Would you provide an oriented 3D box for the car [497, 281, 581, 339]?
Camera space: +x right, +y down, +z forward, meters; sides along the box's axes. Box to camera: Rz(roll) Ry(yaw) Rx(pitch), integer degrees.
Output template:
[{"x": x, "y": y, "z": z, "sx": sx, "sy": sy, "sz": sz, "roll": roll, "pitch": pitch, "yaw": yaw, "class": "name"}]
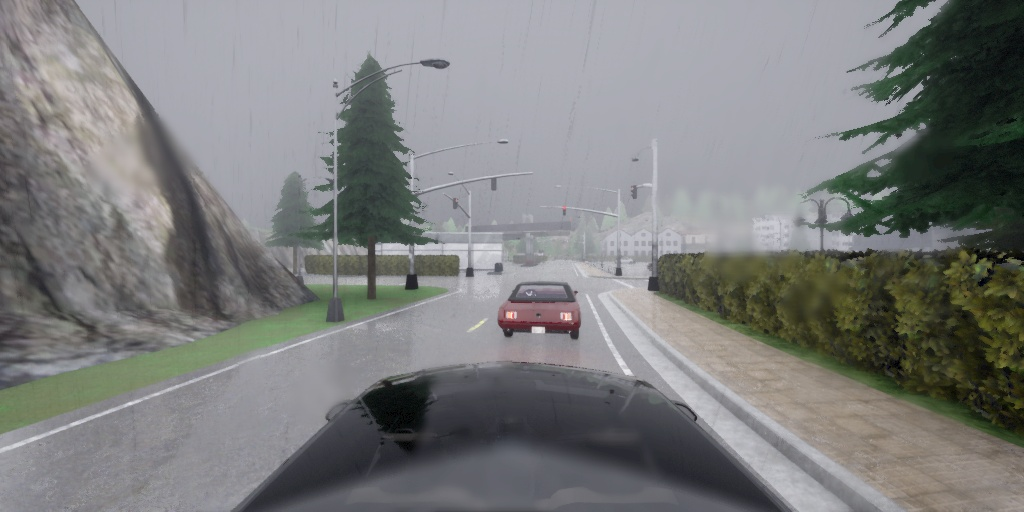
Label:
[{"x": 0.914, "y": 1.351, "z": 10.127, "sx": 1.895, "sy": 1.301, "sz": 4.718, "roll": 0, "pitch": 0, "yaw": 8, "class": "car"}]
